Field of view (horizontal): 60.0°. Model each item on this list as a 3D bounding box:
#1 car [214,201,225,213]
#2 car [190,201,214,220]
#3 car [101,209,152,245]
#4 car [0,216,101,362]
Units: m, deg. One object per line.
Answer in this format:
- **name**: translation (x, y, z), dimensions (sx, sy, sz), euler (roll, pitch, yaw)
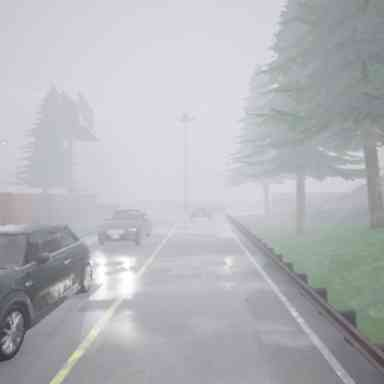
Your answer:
- **car**: translation (2.119, 1.816, 39.835), dimensions (2.033, 1.411, 5.357), euler (0, 0, -20)
- **car**: translation (0.810, 1.720, 30.281), dimensions (1.812, 1.442, 4.674), euler (0, 0, 2)
- **car**: translation (-3.143, 1.621, 16.396), dimensions (2.128, 1.511, 4.902), euler (0, 0, 2)
- **car**: translation (-3.434, 1.415, 5.987), dimensions (2.097, 1.767, 4.553), euler (0, 0, 2)
